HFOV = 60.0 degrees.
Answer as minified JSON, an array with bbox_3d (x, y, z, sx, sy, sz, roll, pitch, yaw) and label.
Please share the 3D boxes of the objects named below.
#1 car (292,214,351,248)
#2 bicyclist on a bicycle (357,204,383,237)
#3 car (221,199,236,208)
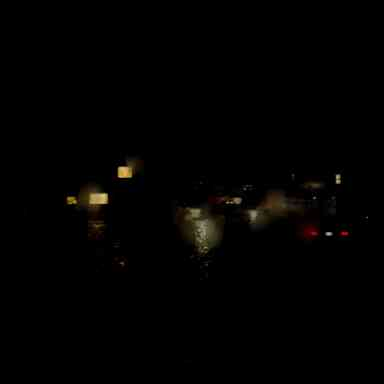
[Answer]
[{"bbox_3d":[5.907,1.738,15.697,2.033,1.411,5.357,-1,-1,10],"label":"car"},{"bbox_3d":[9.121,1.447,16.598,1.656,1.620,0.582,-1,-1,10],"label":"bicyclist on a bicycle"},{"bbox_3d":[6.376,2.000,58.774,2.128,1.511,4.902,-1,0,-6],"label":"car"}]
